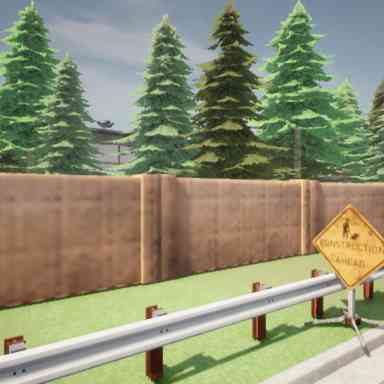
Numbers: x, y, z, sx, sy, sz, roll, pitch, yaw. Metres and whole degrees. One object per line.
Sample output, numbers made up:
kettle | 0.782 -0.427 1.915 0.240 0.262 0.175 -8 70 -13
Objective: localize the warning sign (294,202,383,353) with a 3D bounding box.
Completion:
warning sign | 2.419 1.112 5.042 1.060 1.860 1.300 0 0 -36
